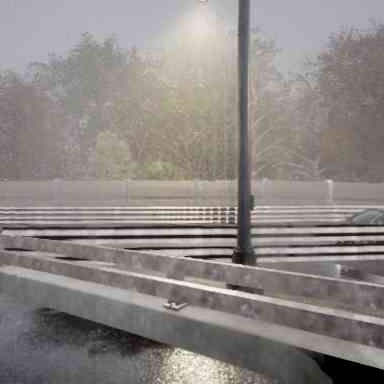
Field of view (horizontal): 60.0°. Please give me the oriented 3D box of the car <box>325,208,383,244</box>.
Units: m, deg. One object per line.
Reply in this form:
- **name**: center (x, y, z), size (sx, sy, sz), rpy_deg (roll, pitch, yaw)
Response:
- **car**: center (7.785, 1.452, 13.785), size (4.892, 1.490, 1.837), rpy_deg (-1, 0, -8)
